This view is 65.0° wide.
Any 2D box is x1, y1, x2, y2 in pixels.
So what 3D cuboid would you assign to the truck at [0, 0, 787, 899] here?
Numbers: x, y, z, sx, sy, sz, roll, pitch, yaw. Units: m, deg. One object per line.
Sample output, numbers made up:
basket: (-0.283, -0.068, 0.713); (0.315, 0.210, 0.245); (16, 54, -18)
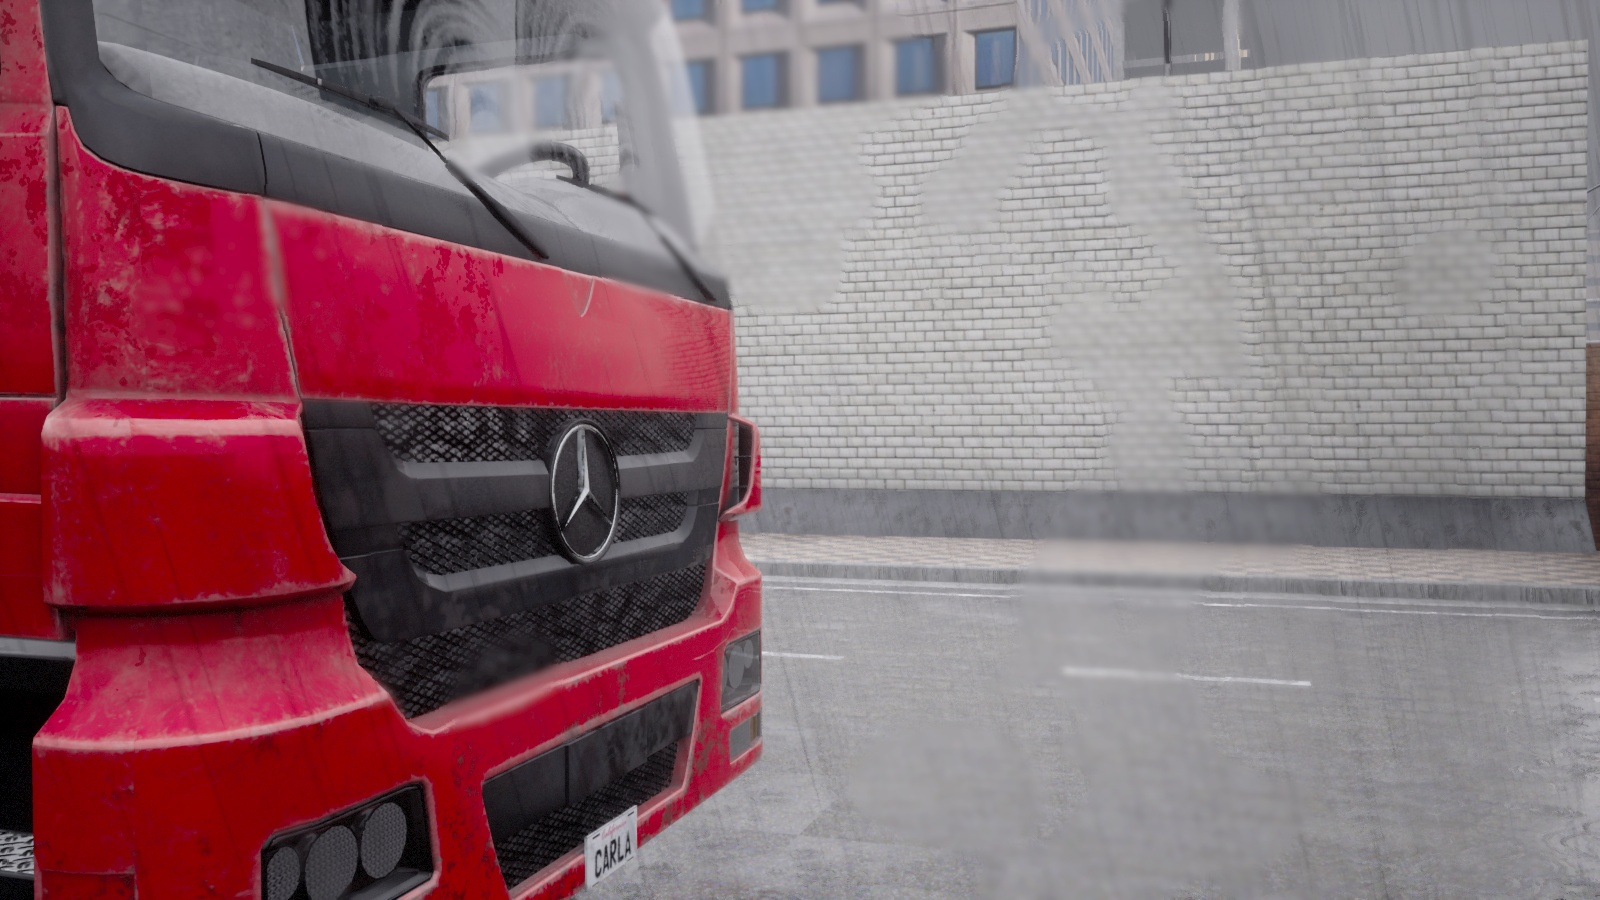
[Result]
truck: (-4.275, -0.245, 4.614); (7.936, 3.462, 2.891); (1, 1, 19)
